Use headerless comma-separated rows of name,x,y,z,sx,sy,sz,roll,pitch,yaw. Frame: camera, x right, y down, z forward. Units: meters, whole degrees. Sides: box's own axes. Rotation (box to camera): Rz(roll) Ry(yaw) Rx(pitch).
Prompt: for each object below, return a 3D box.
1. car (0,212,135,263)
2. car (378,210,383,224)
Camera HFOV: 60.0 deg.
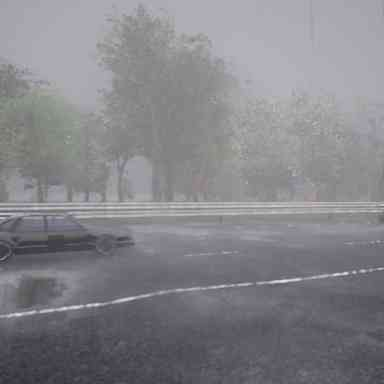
car,-4.668,1.362,10.941,5.357,1.411,2.033,1,0,-24
car,15.358,1.594,23.672,4.181,1.385,1.994,1,0,-24
